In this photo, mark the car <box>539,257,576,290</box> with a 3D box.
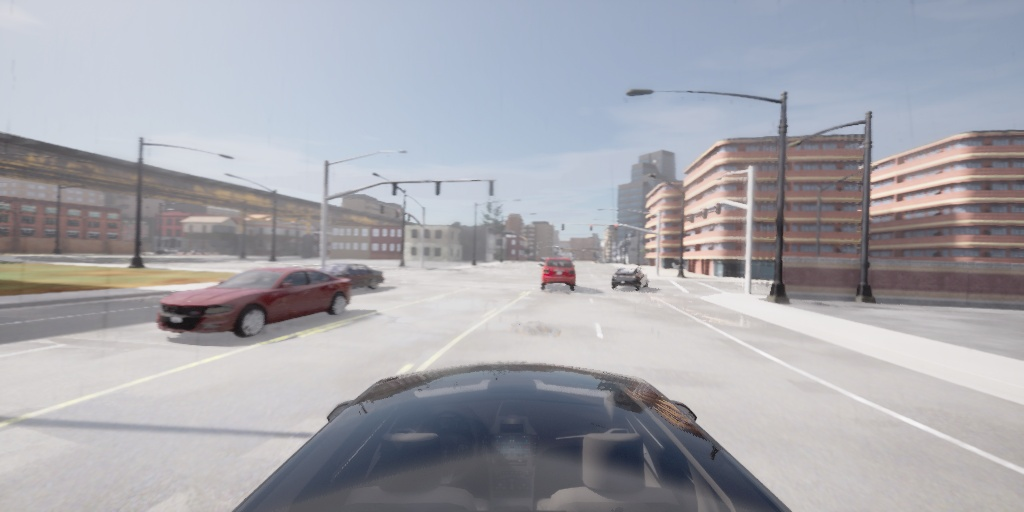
[{"bbox_3d":[3.042,1.118,24.434,2.150,2.045,5.566,2,0,4],"label":"car"}]

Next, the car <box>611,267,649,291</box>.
[{"bbox_3d":[8.497,1.569,25.654,2.128,1.511,4.902,2,0,30],"label":"car"}]

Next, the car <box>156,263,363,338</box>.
[{"bbox_3d":[-6.431,1.036,9.740,1.882,1.535,5.008,2,0,9],"label":"car"}]

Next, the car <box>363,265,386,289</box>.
[{"bbox_3d":[-8.504,1.059,18.128,2.033,1.411,5.357,2,0,11],"label":"car"}]
